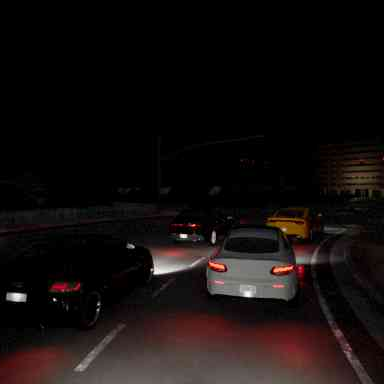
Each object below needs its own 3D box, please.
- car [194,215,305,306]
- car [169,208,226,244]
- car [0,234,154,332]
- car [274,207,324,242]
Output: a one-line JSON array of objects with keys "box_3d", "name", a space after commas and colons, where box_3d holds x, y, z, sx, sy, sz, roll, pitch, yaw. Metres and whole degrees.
[{"box_3d": [1.539, 1.526, 8.032, 1.812, 1.442, 4.674, 0, 0, 14], "name": "car"}, {"box_3d": [0.636, 1.505, 15.441, 1.837, 1.490, 4.892, 0, 0, 24], "name": "car"}, {"box_3d": [-2.255, 1.564, 7.010, 1.994, 1.385, 4.181, 0, 0, 12], "name": "car"}, {"box_3d": [5.237, 1.478, 16.536, 1.882, 1.535, 5.008, 0, 0, 30], "name": "car"}]
